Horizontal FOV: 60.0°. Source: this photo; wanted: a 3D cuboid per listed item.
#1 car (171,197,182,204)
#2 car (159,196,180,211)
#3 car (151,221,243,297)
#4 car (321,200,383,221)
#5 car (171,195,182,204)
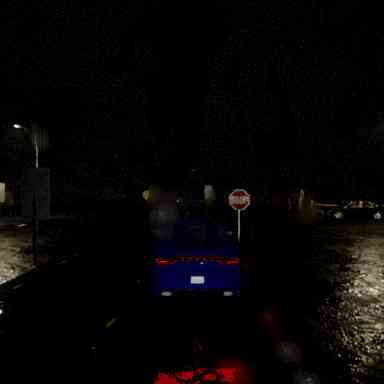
[{"bbox_3d":[-2.833,1.544,61.425,1.895,1.301,4.718,0,0,0],"label":"car"},{"bbox_3d":[-2.855,1.537,40.101,1.994,1.385,4.181,0,0,0],"label":"car"},{"bbox_3d":[0.086,1.475,8.627,1.882,1.535,5.008,0,0,0],"label":"car"},{"bbox_3d":[12.734,1.424,26.153,4.892,1.490,1.837,0,1,4],"label":"car"},{"bbox_3d":[-2.850,1.312,50.034,2.097,1.767,4.553,0,0,0],"label":"car"}]
